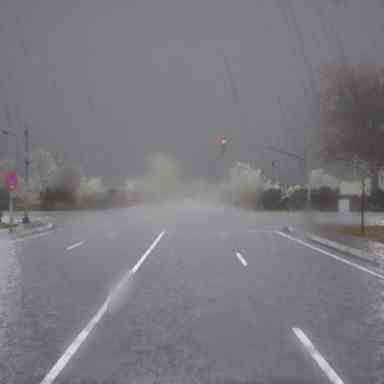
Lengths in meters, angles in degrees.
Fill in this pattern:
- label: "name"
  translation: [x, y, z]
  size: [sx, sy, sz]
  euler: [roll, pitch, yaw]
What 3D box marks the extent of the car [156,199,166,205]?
- label: "car"
  translation: [-6.979, 2.351, 76.059]
  size: [1.994, 1.385, 4.181]
  euler: [0, -1, 0]
